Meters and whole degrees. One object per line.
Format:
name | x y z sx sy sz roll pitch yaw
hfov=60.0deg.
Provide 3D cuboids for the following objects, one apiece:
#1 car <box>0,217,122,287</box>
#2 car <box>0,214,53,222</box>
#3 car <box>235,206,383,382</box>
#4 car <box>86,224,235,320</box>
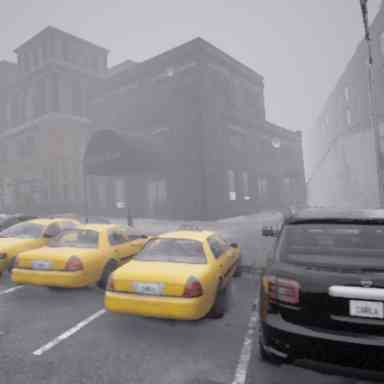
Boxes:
car | -2.431 1.534 9.386 1.946 1.575 5.366 0 -1 16
car | -4.961 1.552 10.775 1.946 1.575 5.366 0 -1 16
car | 2.391 1.252 5.755 2.435 2.045 5.566 0 -1 16
car | 0.003 1.515 7.646 1.946 1.575 5.366 0 -1 16
